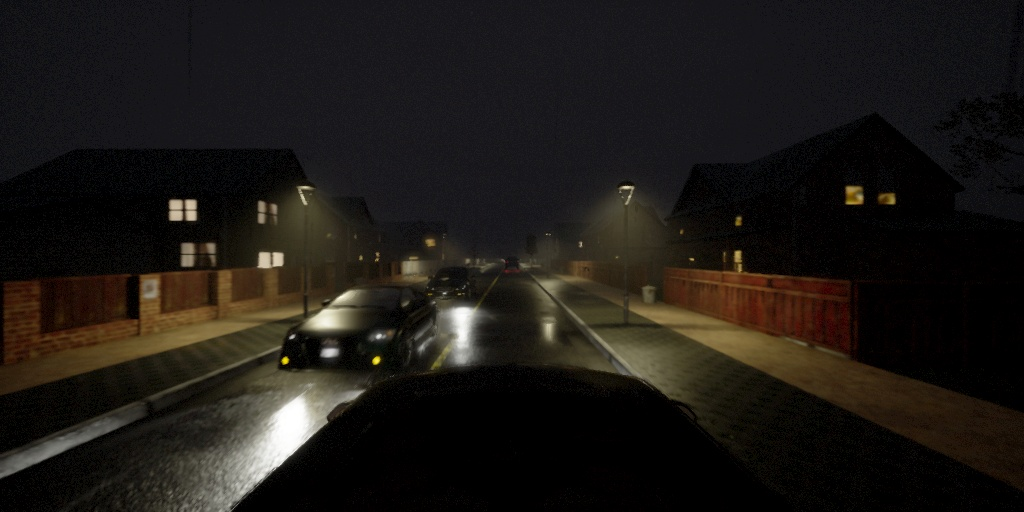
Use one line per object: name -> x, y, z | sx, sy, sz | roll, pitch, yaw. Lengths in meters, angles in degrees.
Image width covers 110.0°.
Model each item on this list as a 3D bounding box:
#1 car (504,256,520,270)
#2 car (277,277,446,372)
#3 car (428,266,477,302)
car -> 0.002, 1.059, 55.709 | 2.150, 2.045, 5.566 | 0, 0, 0
car -> -2.836, 1.316, 7.562 | 1.994, 1.385, 4.181 | 0, 0, 0
car -> -2.750, 1.271, 17.057 | 1.837, 1.490, 4.892 | 0, 0, 0
